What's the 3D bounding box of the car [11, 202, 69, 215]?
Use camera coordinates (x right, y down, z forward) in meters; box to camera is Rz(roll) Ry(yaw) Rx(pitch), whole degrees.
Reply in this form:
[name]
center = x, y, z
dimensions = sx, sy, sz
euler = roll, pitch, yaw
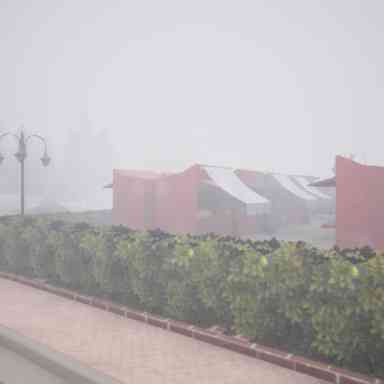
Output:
[car]
center = -12.771, 1.574, 28.276
dimensions = 1.812, 1.442, 4.674
euler = 0, 0, 35
